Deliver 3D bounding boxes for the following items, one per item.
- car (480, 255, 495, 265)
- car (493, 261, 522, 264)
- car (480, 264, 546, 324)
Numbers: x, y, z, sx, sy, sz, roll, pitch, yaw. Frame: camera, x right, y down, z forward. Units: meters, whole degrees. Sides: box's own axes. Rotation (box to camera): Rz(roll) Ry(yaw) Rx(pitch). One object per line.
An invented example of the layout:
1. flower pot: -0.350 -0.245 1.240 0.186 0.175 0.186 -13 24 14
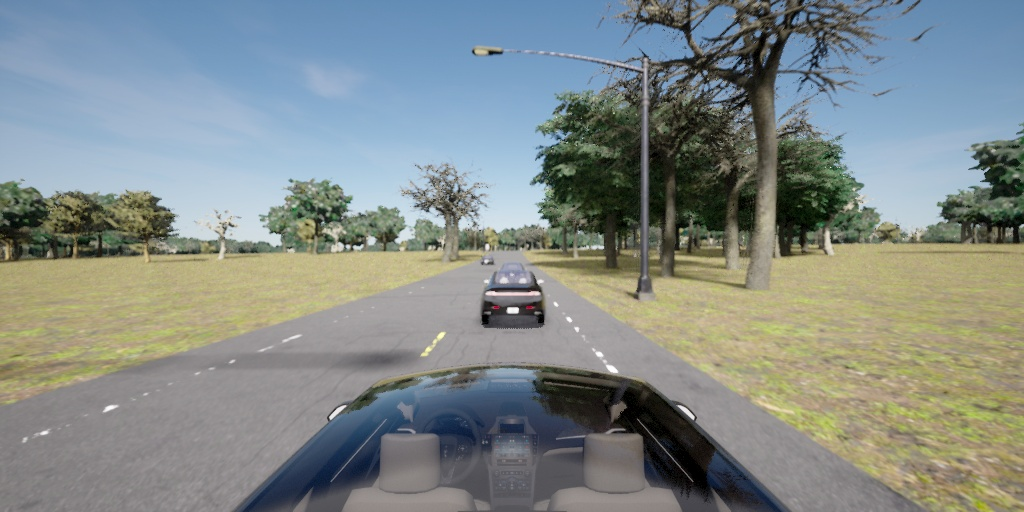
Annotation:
1. car: -3.565 0.587 52.585 2.128 1.511 4.902 0 1 0
2. car: 0.043 1.125 24.525 2.033 1.411 5.357 0 1 1
3. car: 0.055 1.189 11.705 2.128 1.511 4.902 0 0 1
